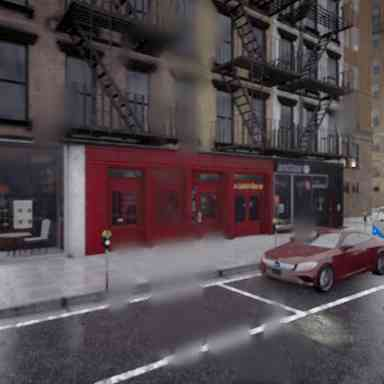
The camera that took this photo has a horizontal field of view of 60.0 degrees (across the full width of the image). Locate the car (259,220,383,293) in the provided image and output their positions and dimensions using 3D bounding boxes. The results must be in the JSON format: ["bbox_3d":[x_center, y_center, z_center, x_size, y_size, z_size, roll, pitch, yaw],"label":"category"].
[{"bbox_3d":[3.628,1.575,8.787,4.206,1.307,1.802,0,0,-36],"label":"car"}]

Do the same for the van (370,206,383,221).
[{"bbox_3d":[8.029,1.330,11.927,3.998,1.788,1.690,0,0,-36],"label":"van"}]
